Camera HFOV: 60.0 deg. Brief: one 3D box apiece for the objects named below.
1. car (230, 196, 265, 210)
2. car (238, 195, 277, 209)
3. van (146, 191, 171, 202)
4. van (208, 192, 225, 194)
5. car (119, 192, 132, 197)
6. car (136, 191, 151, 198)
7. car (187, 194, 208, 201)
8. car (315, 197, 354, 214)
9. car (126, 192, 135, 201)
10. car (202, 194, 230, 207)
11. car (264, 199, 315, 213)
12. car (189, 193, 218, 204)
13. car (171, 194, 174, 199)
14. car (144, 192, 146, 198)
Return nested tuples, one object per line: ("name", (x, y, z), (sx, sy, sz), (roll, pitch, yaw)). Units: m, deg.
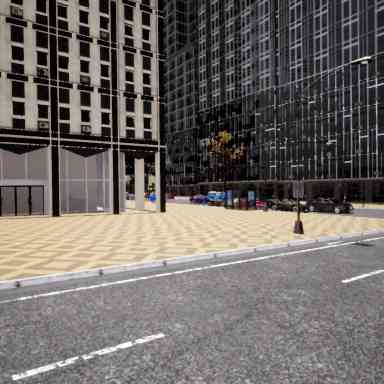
("car", (6.944, 1.388, 39.581), (1.802, 1.307, 4.206), (0, 1, -35))
("car", (8.277, 1.253, 42.392), (1.837, 1.490, 4.892), (-1, 1, -35))
("van", (-5.875, 0.937, 58.351), (1.690, 1.788, 3.998), (0, 1, -35))
("van", (4.250, 0.855, 58.431), (1.690, 1.788, 3.998), (0, 1, -35))
("car", (-18.345, 0.688, 91.179), (2.008, 1.369, 4.403), (0, 1, -35))
("car", (-11.890, 0.686, 81.822), (1.967, 1.590, 4.097), (0, 1, -35))
("car", (1.023, 1.043, 63.112), (1.802, 1.307, 4.206), (0, 1, -35))
("car", (14.020, 1.345, 34.070), (1.837, 1.490, 4.892), (-1, 1, -35))
("car", (-12.331, 1.039, 67.710), (2.008, 1.369, 4.403), (0, 1, -35))
("car", (3.764, 1.319, 44.291), (1.947, 1.339, 4.313), (0, 1, -35))
("car", (10.158, 1.424, 34.891), (1.947, 1.339, 4.313), (-1, 1, -35))
("car", (1.673, 1.243, 51.986), (1.895, 1.301, 4.718), (-1, 1, -34))
("car", (-5.433, 0.936, 72.468), (1.802, 1.307, 4.206), (0, 1, -35))
("car", (-8.661, 0.615, 77.143), (2.192, 1.841, 5.009), (0, 1, -35))
